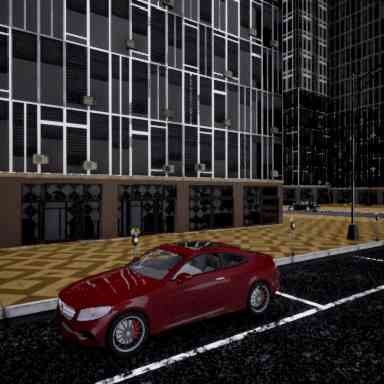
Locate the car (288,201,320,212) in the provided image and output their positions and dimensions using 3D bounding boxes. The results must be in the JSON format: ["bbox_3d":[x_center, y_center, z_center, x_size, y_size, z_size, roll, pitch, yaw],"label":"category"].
[{"bbox_3d":[15.183,1.899,45.317,2.008,1.369,4.403,-1,0,-36],"label":"car"}]

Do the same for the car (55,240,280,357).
[{"bbox_3d":[-0.186,1.582,5.969,4.206,1.307,1.802,0,0,-36],"label":"car"}]
